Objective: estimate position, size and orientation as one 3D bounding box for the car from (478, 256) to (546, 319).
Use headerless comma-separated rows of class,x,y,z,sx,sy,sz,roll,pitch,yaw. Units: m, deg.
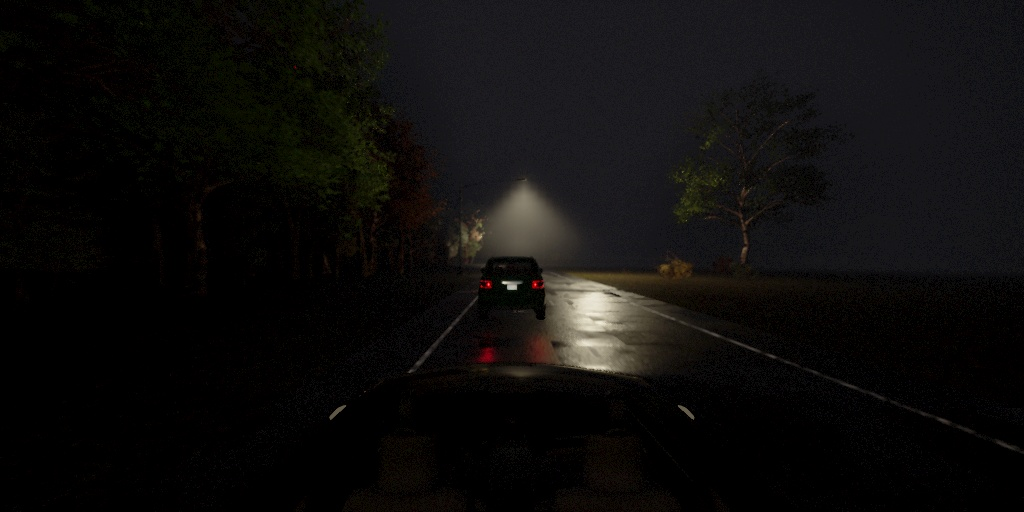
car,0.000,1.033,13.268,2.150,2.045,5.566,0,0,0
